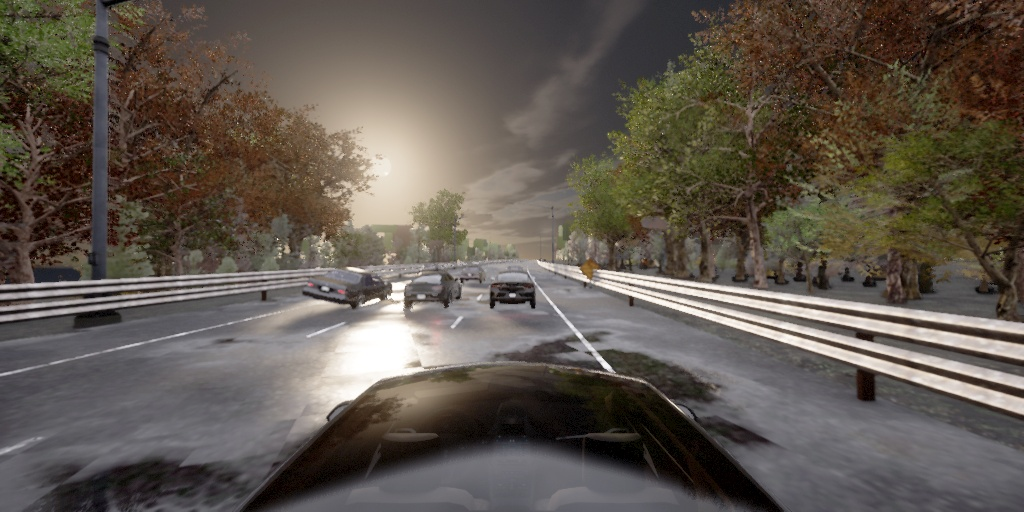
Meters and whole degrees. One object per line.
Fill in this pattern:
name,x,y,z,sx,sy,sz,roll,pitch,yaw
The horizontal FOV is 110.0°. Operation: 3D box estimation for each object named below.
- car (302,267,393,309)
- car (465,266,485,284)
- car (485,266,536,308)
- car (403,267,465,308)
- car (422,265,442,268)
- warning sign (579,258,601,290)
car,-6.855,1.269,15.695,2.033,1.411,5.357,13,0,1
car,-3.296,1.557,30.626,2.033,1.411,5.357,0,0,1
car,0.047,1.361,16.128,1.882,1.535,5.008,0,0,1
car,-3.454,1.409,16.063,1.812,1.442,4.674,0,0,1
car,-6.788,1.507,30.974,2.128,1.511,4.902,0,0,1
warning sign,4.633,1.041,21.132,1.300,1.860,1.060,0,0,1
